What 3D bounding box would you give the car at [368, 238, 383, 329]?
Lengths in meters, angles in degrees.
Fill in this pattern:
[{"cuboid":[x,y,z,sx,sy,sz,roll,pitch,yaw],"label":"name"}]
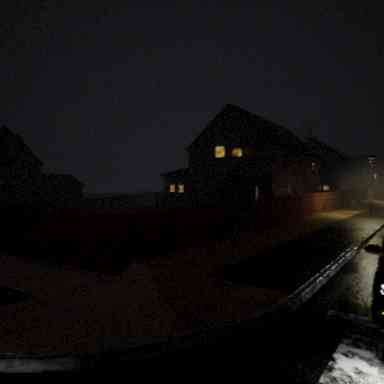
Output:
[{"cuboid":[4.399,1.317,5.989,1.837,1.490,4.892,2,2,32],"label":"car"}]
